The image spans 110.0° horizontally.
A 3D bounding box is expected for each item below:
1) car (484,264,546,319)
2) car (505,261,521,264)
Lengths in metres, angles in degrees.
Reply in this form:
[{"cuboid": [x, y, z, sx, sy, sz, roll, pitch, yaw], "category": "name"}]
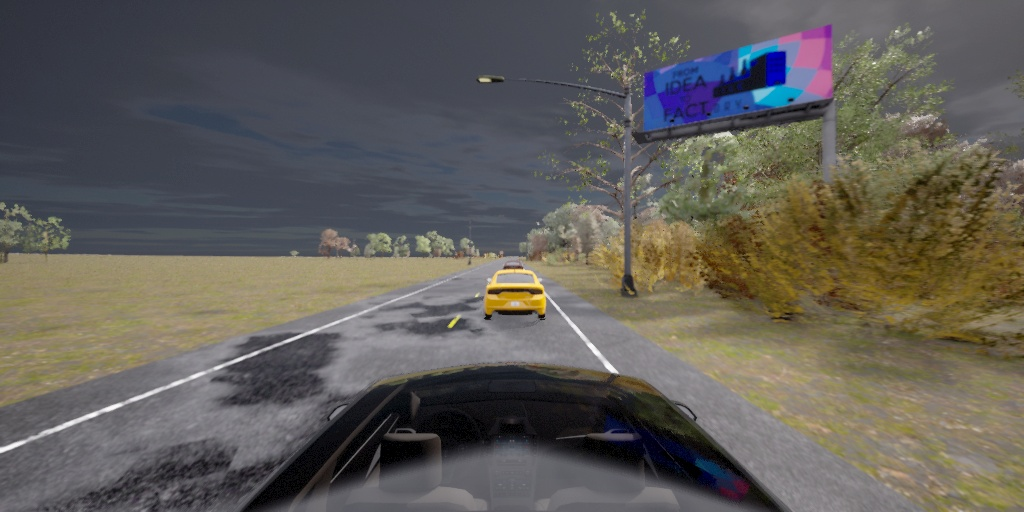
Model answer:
[{"cuboid": [0.096, 1.218, 12.756, 1.882, 1.535, 5.008, 0, 0, 0], "category": "car"}, {"cuboid": [0.096, 1.199, 34.149, 1.882, 1.535, 5.008, 0, 0, 0], "category": "car"}]
